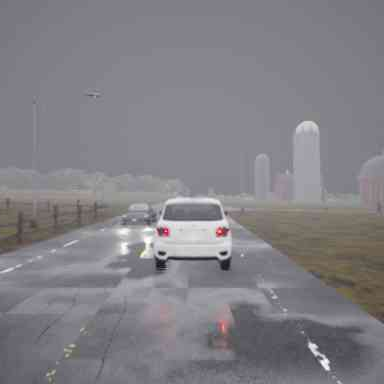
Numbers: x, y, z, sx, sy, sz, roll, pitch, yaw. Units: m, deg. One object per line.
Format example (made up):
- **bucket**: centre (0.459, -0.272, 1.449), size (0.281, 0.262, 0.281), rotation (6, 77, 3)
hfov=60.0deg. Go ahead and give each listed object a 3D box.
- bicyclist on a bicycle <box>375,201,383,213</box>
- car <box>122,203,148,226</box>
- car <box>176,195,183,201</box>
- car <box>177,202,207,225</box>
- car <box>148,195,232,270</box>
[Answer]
- **bicyclist on a bicycle**: centre (24.301, 1.962, 43.277), size (0.582, 1.620, 1.656), rotation (1, -1, 0)
- **car**: centre (-3.569, 1.498, 23.037), size (1.812, 1.442, 4.674), rotation (0, 0, 0)
- **car**: centre (-3.477, 1.721, 94.421), size (1.882, 1.535, 5.008), rotation (0, 0, 0)
- **car**: centre (0.049, 1.520, 25.080), size (2.033, 1.411, 5.357), rotation (0, 0, 0)
- **car**: centre (0.053, 1.203, 11.182), size (2.150, 2.045, 5.566), rotation (0, 0, 1)
